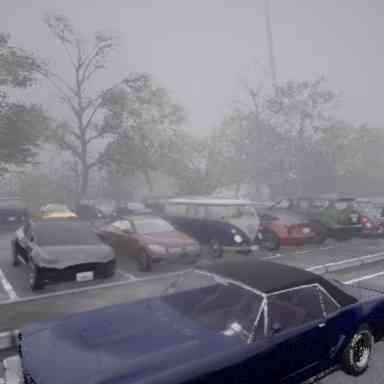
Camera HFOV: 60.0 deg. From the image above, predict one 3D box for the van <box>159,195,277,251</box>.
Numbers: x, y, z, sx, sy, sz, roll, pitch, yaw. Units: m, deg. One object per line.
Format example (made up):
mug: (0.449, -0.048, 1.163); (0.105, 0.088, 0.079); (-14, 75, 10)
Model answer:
van: (0.759, 1.249, 12.639); (1.878, 1.987, 4.442); (0, 0, -35)

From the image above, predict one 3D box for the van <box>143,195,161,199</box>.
van: (-2.307, 1.259, 26.515); (1.878, 1.987, 4.442); (1, 0, -35)

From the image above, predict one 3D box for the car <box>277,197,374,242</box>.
car: (5.184, 1.234, 15.970); (2.435, 2.045, 5.566); (1, -1, -35)

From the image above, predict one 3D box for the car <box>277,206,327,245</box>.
car: (2.940, 1.502, 14.372); (2.163, 1.488, 4.792); (1, 0, -35)

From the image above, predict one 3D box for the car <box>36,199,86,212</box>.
car: (-8.913, 1.472, 21.725); (1.946, 1.575, 5.366); (0, 0, -35)

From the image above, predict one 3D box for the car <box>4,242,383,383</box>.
car: (0.458, 1.608, 4.012); (4.718, 1.301, 1.895); (0, 0, -35)

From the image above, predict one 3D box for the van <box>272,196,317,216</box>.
van: (11.100, 1.515, 36.352); (1.878, 1.987, 4.442); (1, -1, -35)

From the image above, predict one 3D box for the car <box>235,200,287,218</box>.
car: (6.758, 1.657, 33.108); (2.097, 1.535, 5.008); (1, -1, -35)

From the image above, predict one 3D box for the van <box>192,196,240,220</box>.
van: (2.076, 1.344, 29.923); (1.878, 1.987, 4.442); (1, -1, -35)

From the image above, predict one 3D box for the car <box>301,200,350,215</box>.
car: (15.782, 1.828, 39.537); (2.097, 1.535, 5.008); (1, -1, -35)

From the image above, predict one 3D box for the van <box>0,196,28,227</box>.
van: (-11.346, 1.251, 20.363); (1.878, 1.987, 4.442); (0, 0, -35)

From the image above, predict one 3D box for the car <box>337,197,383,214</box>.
car: (22.567, 1.704, 44.343); (2.435, 2.045, 5.566); (1, -1, -35)

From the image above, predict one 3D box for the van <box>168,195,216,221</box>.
van: (-0.078, 1.304, 28.389); (1.878, 1.987, 4.442); (1, -1, -35)

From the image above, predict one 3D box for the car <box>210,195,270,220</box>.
car: (4.417, 1.362, 31.413); (2.435, 2.045, 5.566); (1, -1, -35)

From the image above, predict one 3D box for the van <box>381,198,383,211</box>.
van: (31.649, 1.903, 50.714); (1.878, 1.987, 4.442); (1, -1, -36)

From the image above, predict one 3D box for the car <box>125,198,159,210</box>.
car: (-4.512, 1.471, 25.093); (2.097, 1.535, 5.008); (0, 0, -35)

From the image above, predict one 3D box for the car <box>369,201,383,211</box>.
car: (29.312, 2.083, 49.188); (2.097, 1.535, 5.008); (1, -1, -35)

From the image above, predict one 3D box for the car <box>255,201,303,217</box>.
car: (9.012, 1.740, 34.718); (2.002, 1.452, 4.674); (1, -1, -35)

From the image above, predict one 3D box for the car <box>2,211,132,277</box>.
car: (-3.815, 1.508, 9.488); (2.163, 1.488, 4.792); (0, 0, -35)

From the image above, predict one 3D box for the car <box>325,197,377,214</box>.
car: (20.311, 1.662, 42.736); (2.435, 2.045, 5.566); (1, -1, -35)

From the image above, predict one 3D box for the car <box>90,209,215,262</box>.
car: (-1.571, 1.516, 11.126); (2.002, 1.452, 4.674); (0, 0, -35)

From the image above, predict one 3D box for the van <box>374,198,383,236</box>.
van: (7.529, 1.302, 17.462); (1.878, 1.987, 4.442); (1, -1, -35)

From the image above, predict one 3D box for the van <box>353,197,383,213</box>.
van: (24.873, 1.773, 45.877); (1.878, 1.987, 4.442); (1, -1, -35)

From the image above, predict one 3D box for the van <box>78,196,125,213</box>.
van: (-6.698, 1.247, 23.386); (1.878, 1.987, 4.442); (0, 0, -35)

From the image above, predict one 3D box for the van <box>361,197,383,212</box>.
van: (26.994, 1.815, 47.674); (1.878, 1.987, 4.442); (1, -1, -35)
